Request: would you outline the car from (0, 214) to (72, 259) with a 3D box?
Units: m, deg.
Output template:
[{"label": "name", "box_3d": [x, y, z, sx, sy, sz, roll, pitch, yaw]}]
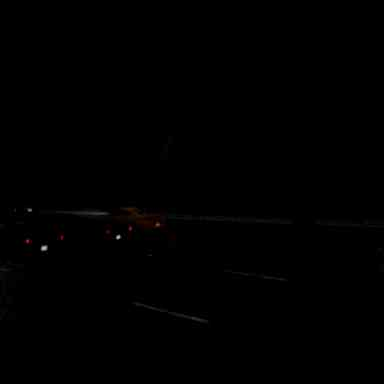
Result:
[{"label": "car", "box_3d": [-7.112, 1.748, 13.265, 4.718, 1.301, 1.895, -1, 0, 36]}]

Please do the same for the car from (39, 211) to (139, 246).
[{"label": "car", "box_3d": [-5.078, 1.748, 16.113, 4.718, 1.301, 1.895, -1, 0, 36]}]

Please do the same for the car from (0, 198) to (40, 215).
[{"label": "car", "box_3d": [-14.703, 1.529, 27.270, 5.566, 2.045, 2.150, 0, 0, 36]}]

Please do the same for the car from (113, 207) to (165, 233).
[{"label": "car", "box_3d": [-3.855, 1.635, 19.551, 5.008, 1.535, 1.882, 0, 0, 36]}]
